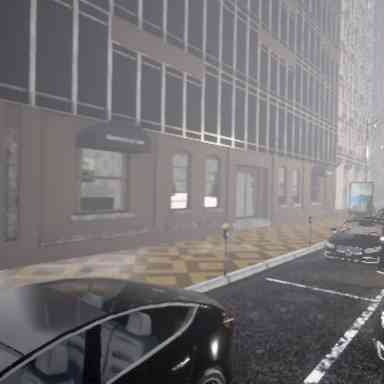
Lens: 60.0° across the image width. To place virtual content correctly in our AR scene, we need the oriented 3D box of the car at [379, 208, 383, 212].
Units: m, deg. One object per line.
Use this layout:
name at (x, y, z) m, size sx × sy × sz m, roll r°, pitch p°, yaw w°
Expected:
car at (9.436, 1.476, 15.533) m, size 1.967 × 1.590 × 4.097 m, roll 2°, pitch 1°, yaw 39°

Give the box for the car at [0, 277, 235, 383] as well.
car at (-1.324, 1.505, 2.441) m, size 1.947 × 1.339 × 4.313 m, roll 2°, pitch 1°, yaw 39°

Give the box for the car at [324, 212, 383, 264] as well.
car at (5.848, 1.554, 11.169) m, size 2.008 × 1.369 × 4.403 m, roll 2°, pitch 1°, yaw 39°

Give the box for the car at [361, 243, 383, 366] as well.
car at (4.206, 1.534, 5.085) m, size 1.837 × 1.490 × 4.892 m, roll 2°, pitch 1°, yaw 40°
